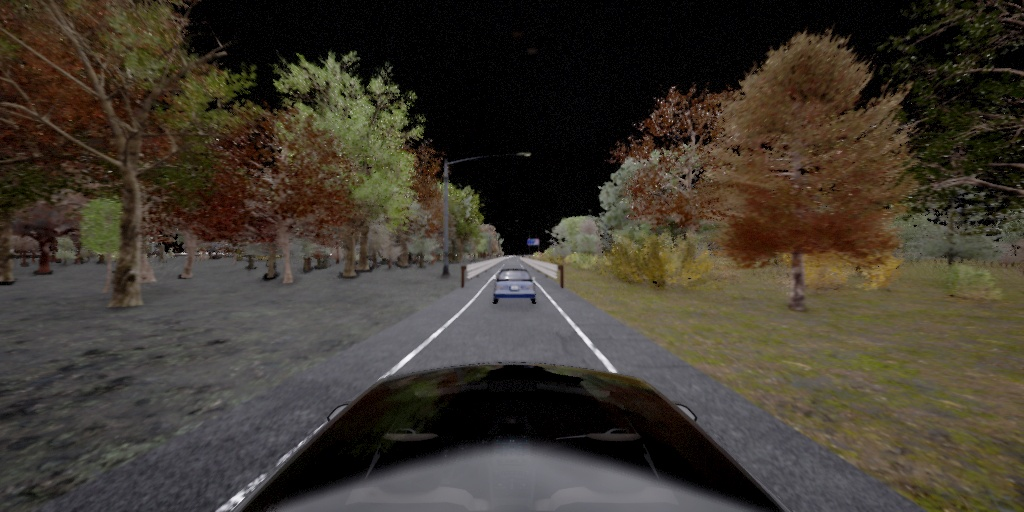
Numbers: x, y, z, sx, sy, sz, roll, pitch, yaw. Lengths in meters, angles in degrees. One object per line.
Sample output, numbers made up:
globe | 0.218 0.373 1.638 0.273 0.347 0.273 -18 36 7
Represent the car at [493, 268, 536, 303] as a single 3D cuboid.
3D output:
car | 0.104 1.262 16.347 2.033 1.411 5.357 0 0 0
